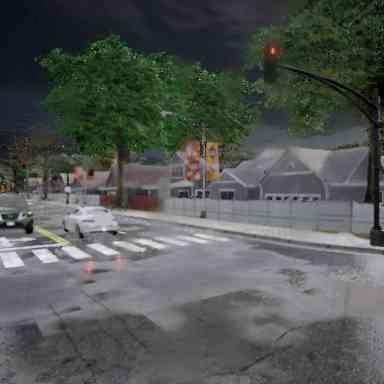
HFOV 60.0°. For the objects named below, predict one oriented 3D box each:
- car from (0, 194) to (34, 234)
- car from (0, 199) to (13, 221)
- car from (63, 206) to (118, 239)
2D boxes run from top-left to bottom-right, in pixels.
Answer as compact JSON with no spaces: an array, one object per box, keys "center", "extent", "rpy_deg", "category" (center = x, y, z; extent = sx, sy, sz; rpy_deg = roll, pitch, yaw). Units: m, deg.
[{"center":[-10.047,1.140,17.975],"extent":[2.150,2.045,5.566],"rpy_deg":[-1,0,-33],"category":"car"},{"center":[-15.615,1.395,26.237],"extent":[2.128,1.511,4.902],"rpy_deg":[-1,0,-34],"category":"car"},{"center":[-5.183,1.422,16.818],"extent":[1.812,1.442,4.674],"rpy_deg":[0,0,-33],"category":"car"}]
